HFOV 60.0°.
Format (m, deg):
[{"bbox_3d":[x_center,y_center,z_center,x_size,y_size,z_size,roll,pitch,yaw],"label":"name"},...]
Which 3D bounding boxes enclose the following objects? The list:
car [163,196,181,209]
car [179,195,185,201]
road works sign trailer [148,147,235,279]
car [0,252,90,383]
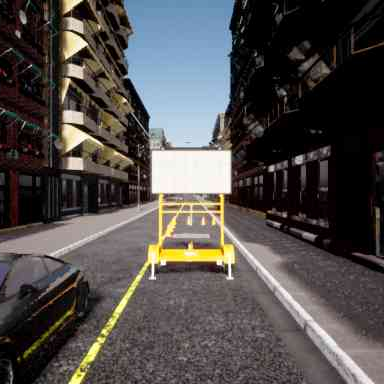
[{"bbox_3d":[-2.950,1.555,46.722,1.812,1.442,4.674,0,0,0],"label":"car"},{"bbox_3d":[-2.944,1.623,89.386,1.812,1.442,4.674,0,0,0],"label":"car"},{"bbox_3d":[-0.021,0.467,9.993,2.380,3.560,2.880,0,0,0],"label":"road works sign trailer"},{"bbox_3d":[-2.860,1.565,4.453,1.994,1.385,4.181,0,0,0],"label":"car"}]
